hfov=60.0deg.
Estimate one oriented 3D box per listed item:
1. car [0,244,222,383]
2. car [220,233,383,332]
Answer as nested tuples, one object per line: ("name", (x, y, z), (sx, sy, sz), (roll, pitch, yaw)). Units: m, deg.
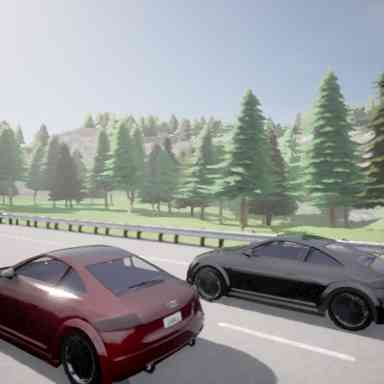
("car", (-1.876, 1.564, 5.328), (4.181, 1.385, 1.994), (0, 0, 35))
("car", (1.930, 1.564, 6.912), (4.181, 1.385, 1.994), (0, 0, 35))
